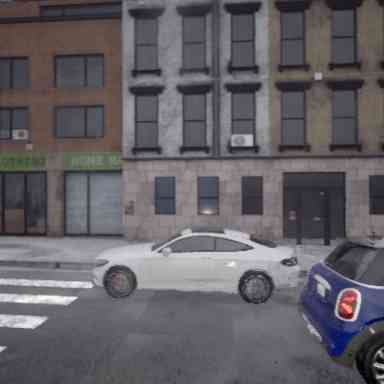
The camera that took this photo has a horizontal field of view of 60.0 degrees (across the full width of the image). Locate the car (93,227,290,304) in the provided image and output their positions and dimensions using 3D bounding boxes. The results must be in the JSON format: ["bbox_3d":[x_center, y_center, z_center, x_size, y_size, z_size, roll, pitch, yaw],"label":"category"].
[{"bbox_3d":[0.100,1.566,7.755,4.674,1.442,1.812,1,-1,4],"label":"car"}]

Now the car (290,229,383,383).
[{"bbox_3d":[3.926,1.424,4.508,4.553,1.767,2.097,1,-1,4],"label":"car"}]
